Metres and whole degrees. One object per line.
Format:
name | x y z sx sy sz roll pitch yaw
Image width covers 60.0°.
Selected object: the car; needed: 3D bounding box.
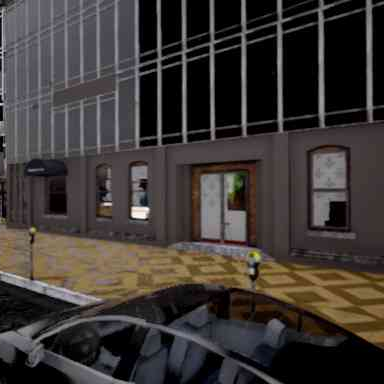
car | -0.248 1.570 3.056 4.313 1.339 1.947 0 0 35
